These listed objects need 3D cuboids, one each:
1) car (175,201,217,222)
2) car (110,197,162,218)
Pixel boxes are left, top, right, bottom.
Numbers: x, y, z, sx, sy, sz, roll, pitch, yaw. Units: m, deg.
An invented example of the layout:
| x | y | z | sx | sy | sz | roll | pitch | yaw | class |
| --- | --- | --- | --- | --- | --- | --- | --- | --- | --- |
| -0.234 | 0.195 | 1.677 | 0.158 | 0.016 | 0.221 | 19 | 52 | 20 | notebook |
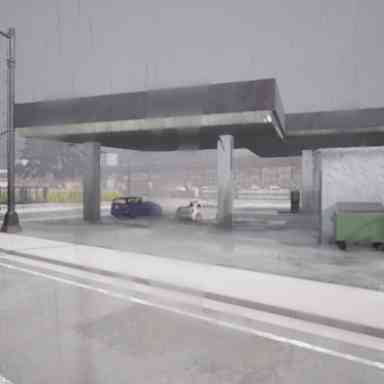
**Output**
| x | y | z | sx | sy | sz | roll | pitch | yaw | class |
| --- | --- | --- | --- | --- | --- | --- | --- | --- | --- |
| 0.548 | 1.405 | 24.898 | 1.970 | 1.475 | 3.806 | 0 | 0 | 37 | car |
| -4.527 | 1.223 | 27.695 | 2.242 | 1.667 | 4.611 | 0 | 0 | 37 | car |
